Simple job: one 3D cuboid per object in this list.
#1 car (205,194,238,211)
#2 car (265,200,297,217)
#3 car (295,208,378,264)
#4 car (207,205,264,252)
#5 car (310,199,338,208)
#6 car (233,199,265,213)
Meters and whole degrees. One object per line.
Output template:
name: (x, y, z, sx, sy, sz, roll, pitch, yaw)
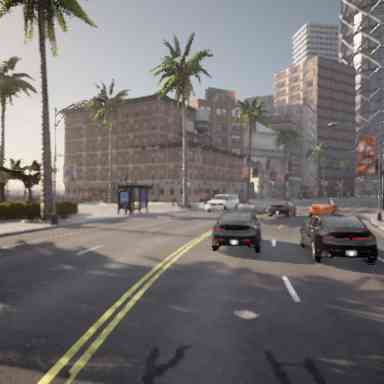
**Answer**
car: (3.549, 1.276, 37.616, 2.150, 2.045, 5.566, 0, 0, 30)
car: (8.843, 1.594, 32.166, 1.837, 1.490, 4.892, 0, 0, 28)
car: (5.129, 1.551, 12.142, 1.837, 1.490, 4.892, 0, 0, 11)
car: (2.012, 1.531, 14.136, 1.837, 1.490, 4.892, 0, 0, 12)
car: (12.752, 1.468, 31.989, 2.097, 1.767, 4.553, 0, 0, 29)
car: (6.455, 1.677, 35.659, 1.895, 1.301, 4.718, 0, 0, 30)
